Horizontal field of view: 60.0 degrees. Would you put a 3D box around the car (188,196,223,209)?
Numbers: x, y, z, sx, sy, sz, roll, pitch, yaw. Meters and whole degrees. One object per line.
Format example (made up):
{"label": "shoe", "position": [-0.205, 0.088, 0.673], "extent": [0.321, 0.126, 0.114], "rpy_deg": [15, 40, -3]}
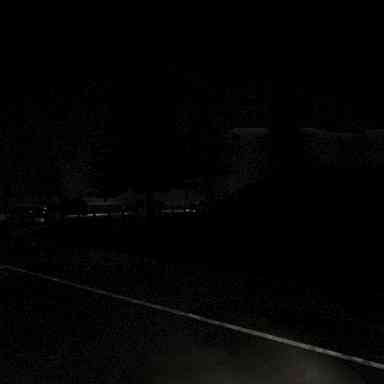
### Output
{"label": "car", "position": [1.691, 1.276, 41.552], "extent": [4.553, 1.767, 2.097], "rpy_deg": [0, 0, -35]}

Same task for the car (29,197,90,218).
{"label": "car", "position": [-11.435, 1.260, 29.394], "extent": [2.097, 1.767, 4.553], "rpy_deg": [0, 0, 41]}

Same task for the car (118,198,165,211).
{"label": "car", "position": [-5.985, 1.448, 39.908], "extent": [5.357, 1.411, 2.033], "rpy_deg": [0, 0, -42]}

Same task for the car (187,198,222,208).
{"label": "car", "position": [1.777, 1.514, 45.942], "extent": [4.718, 1.301, 1.895], "rpy_deg": [0, 0, -35]}

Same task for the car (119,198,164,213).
{"label": "car", "position": [-5.233, 1.406, 35.812], "extent": [4.902, 1.511, 2.128], "rpy_deg": [0, 0, -42]}
